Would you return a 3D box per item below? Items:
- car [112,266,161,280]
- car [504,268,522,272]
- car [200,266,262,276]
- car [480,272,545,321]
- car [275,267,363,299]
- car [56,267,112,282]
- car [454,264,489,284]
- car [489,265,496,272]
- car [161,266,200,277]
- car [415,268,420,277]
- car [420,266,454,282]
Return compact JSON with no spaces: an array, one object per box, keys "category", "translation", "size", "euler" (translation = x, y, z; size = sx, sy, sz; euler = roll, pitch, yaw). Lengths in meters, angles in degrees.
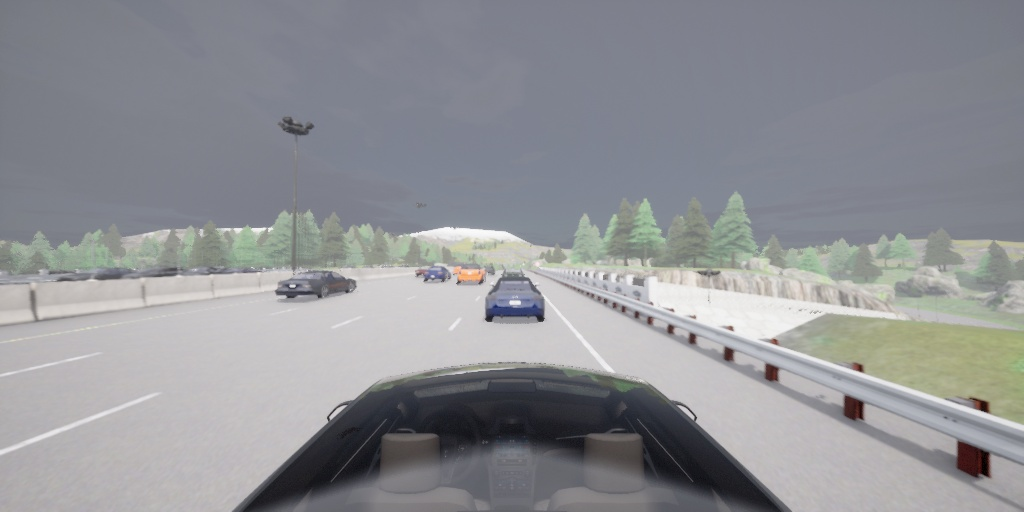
[{"category":"car","translation":[-28.104,1.565,28.618],"size":[1.837,1.490,4.892],"euler":[0,-1,0]},{"category":"car","translation":[0.087,1.706,31.764],"size":[1.895,1.301,4.718],"euler":[0,-1,0]},{"category":"car","translation":[-21.106,1.612,27.672],"size":[1.994,1.385,4.181],"euler":[0,-1,0]},{"category":"car","translation":[0.095,1.444,13.181],"size":[1.994,1.385,4.181],"euler":[0,-1,0]},{"category":"car","translation":[-10.408,1.498,19.512],"size":[2.033,1.411,5.357],"euler":[0,-1,0]},{"category":"car","translation":[-31.606,1.600,28.016],"size":[2.033,1.411,5.357],"euler":[0,-1,0]},{"category":"car","translation":[-3.412,1.446,31.085],"size":[2.097,1.767,4.553],"euler":[0,-1,0]},{"category":"car","translation":[-3.420,2.050,52.531],"size":[2.128,1.511,4.902],"euler":[0,-2,0]},{"category":"car","translation":[-24.605,1.555,28.887],"size":[2.128,1.511,4.902],"euler":[0,-1,0]},{"category":"car","translation":[-10.415,1.945,44.175],"size":[1.895,1.301,4.718],"euler":[0,-1,0]},{"category":"car","translation":[-6.913,1.659,33.535],"size":[1.812,1.442,4.674],"euler":[0,-1,0]}]
